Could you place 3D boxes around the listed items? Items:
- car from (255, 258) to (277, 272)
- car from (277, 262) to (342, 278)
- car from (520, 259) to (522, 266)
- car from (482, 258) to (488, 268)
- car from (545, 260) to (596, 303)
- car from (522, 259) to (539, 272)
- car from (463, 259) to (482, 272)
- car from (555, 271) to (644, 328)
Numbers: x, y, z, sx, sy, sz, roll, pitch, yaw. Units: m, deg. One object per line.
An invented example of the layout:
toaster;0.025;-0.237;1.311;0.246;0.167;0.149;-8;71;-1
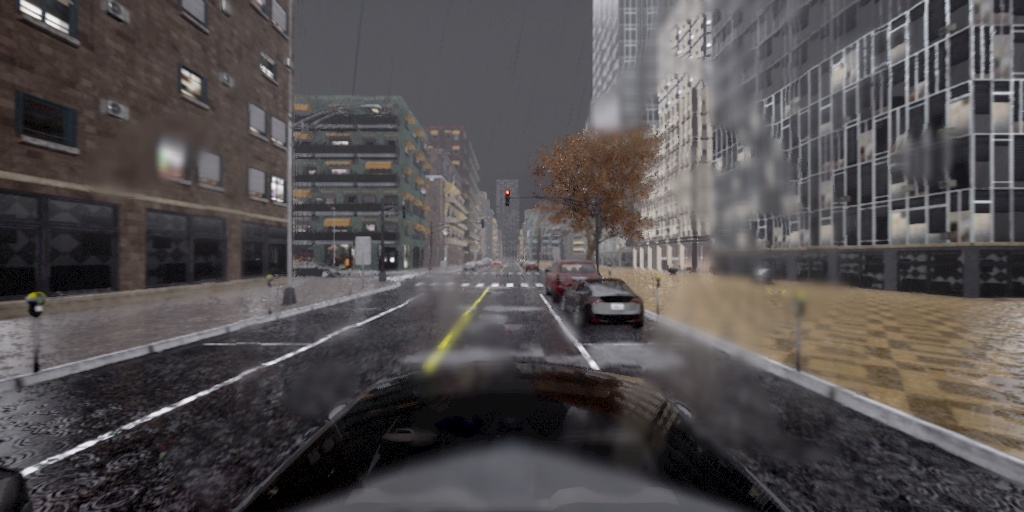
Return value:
car;-21.833;1.038;29.670;4.829;1.417;1.751;0;0;-1
car;-16.436;1.141;29.725;4.403;1.370;2.007;0;0;-1
car;2.688;1.407;60.377;1.751;1.417;4.829;0;0;0
car;-5.692;1.431;60.207;2.007;1.370;4.403;0;0;0
car;2.691;1.093;16.754;2.192;1.841;5.009;0;0;0
car;2.689;1.395;49.141;1.888;1.381;4.507;0;0;0
car;-5.691;1.400;49.141;2.007;1.370;4.403;0;0;0
car;2.691;1.334;11.231;1.948;1.339;4.313;0;0;0
